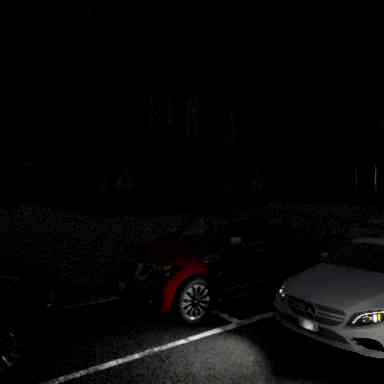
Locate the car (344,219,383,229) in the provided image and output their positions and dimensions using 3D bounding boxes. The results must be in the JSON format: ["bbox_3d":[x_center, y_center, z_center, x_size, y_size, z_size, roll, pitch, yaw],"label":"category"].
[{"bbox_3d":[5.452,1.552,10.538,4.403,1.369,2.008,0,0,-35],"label":"car"}]

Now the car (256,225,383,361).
[{"bbox_3d":[3.470,1.526,5.854,4.674,1.442,1.812,0,0,-35],"label":"car"}]

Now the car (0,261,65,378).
[{"bbox_3d":[-3.792,1.566,3.944,4.313,1.339,1.947,0,0,-35],"label":"car"}]

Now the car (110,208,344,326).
[{"bbox_3d":[0.830,1.315,7.241,5.009,1.841,2.192,0,0,-35],"label":"car"}]
